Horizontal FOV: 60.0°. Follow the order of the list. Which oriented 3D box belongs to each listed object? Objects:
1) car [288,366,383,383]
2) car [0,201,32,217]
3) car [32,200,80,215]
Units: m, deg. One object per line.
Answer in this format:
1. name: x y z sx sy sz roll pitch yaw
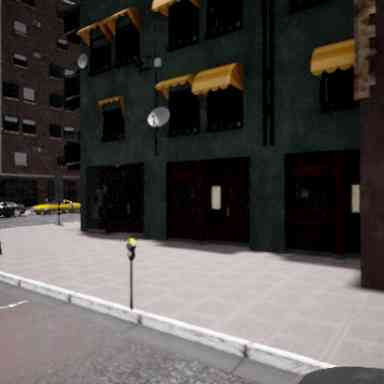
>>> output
1. car: 2.315 1.545 1.216 4.403 1.369 2.008 0 0 36
2. car: -16.200 1.481 27.693 2.008 1.369 4.403 1 1 35
3. car: -13.101 1.380 32.112 1.752 1.417 4.829 1 1 35
